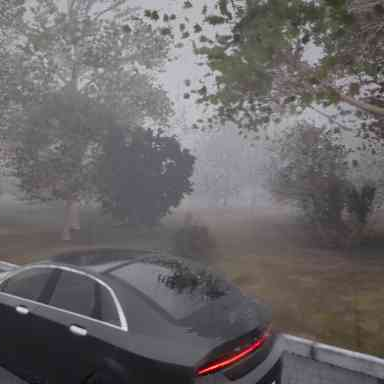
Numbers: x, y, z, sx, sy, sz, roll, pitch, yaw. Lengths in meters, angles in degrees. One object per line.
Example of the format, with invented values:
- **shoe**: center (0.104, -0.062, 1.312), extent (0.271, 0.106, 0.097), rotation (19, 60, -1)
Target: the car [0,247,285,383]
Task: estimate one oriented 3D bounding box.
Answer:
- **car**: center (-1.307, 1.501, 4.311), extent (4.892, 1.490, 1.837), rotation (0, 0, 36)
